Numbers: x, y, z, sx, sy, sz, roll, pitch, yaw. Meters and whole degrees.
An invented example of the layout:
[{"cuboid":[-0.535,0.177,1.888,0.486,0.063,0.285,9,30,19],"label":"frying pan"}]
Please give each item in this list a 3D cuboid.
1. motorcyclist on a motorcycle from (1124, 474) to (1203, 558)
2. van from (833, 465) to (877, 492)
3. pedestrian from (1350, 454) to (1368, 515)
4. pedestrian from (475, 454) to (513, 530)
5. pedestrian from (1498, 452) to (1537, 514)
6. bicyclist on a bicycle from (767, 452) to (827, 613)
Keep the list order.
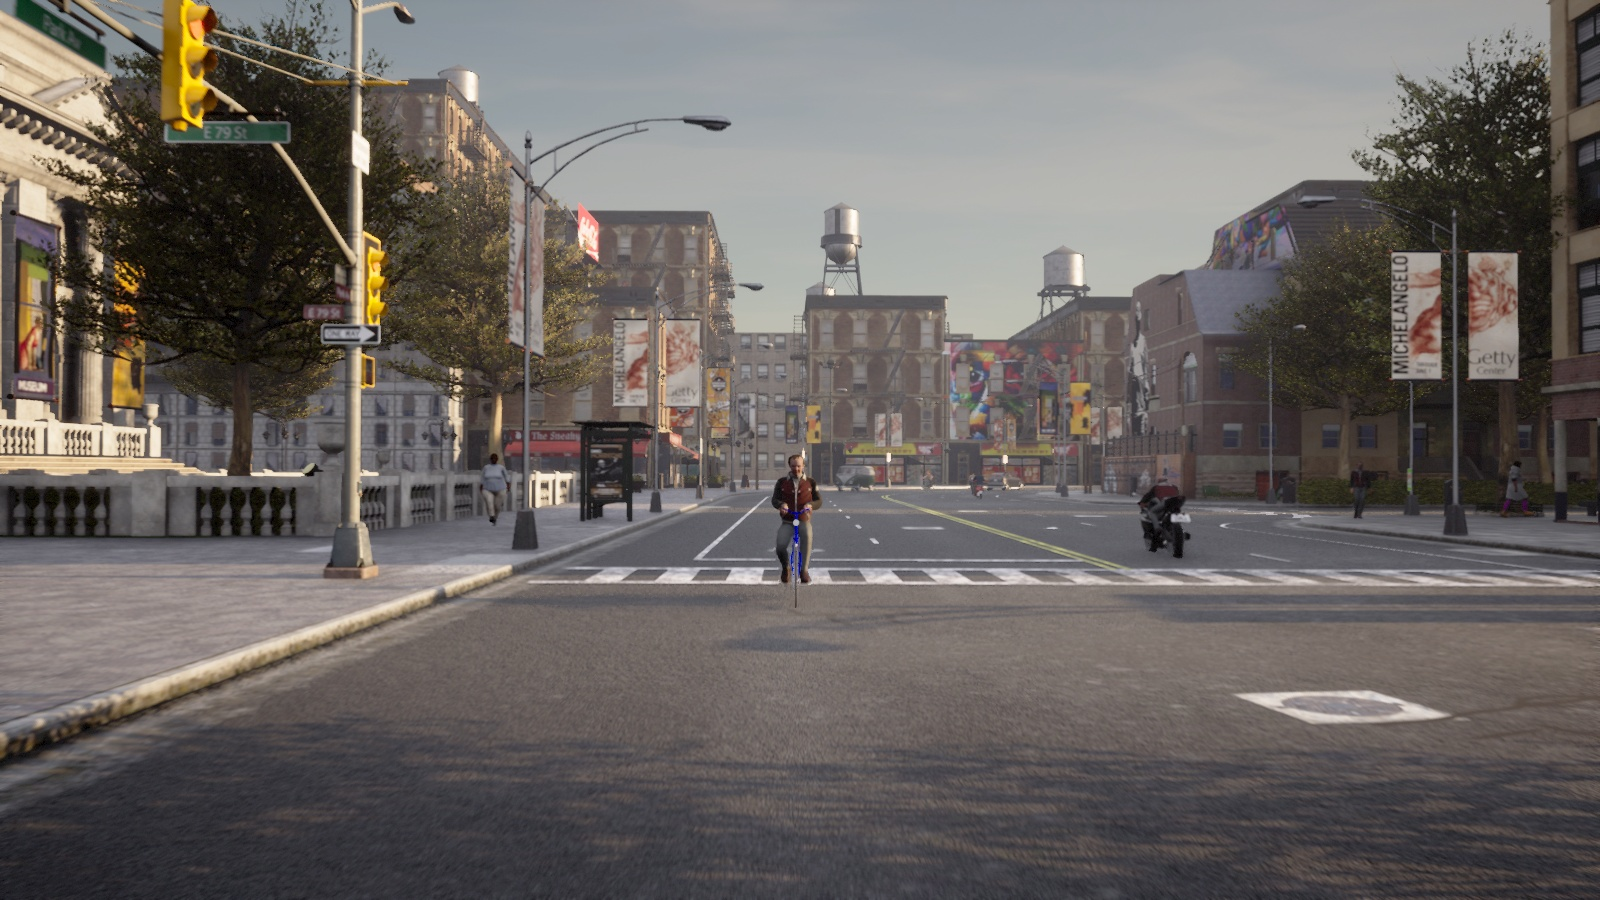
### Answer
[{"cuboid":[6.939,1.226,24.114,0.866,1.530,2.191,0,-1,0],"label":"motorcyclist on a motorcycle"},{"cuboid":[4.157,2.139,94.882,1.775,1.987,4.442,-1,-1,24],"label":"van"},{"cuboid":[17.273,1.052,38.788,0.376,1.854,0.720,0,-1,15],"label":"pedestrian"},{"cuboid":[-7.582,1.023,31.164,0.874,1.855,0.900,0,-1,-11],"label":"pedestrian"},{"cuboid":[23.071,1.056,40.412,0.873,1.952,0.659,0,-1,6],"label":"pedestrian"},{"cuboid":[-0.038,0.933,14.803,0.659,1.776,1.843,0,-1,0],"label":"bicyclist on a bicycle"}]
